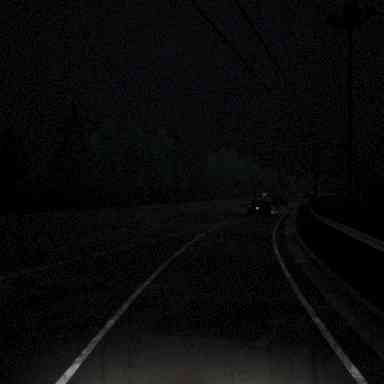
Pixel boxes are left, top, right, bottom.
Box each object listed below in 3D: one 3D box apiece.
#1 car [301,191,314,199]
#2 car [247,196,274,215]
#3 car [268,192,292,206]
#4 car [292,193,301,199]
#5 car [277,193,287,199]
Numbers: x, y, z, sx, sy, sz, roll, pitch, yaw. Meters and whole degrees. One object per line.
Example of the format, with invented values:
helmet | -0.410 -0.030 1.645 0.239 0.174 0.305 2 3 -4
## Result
car | 31.364 0.831 89.370 2.150 2.045 5.566 0 0 25
car | 6.435 1.412 31.666 1.994 1.385 4.181 0 0 17
car | 13.389 1.120 50.559 2.097 1.767 4.553 0 0 23
car | 28.348 1.139 91.183 1.994 1.385 4.181 0 0 25
car | 25.018 1.070 92.327 1.837 1.490 4.892 0 0 25
